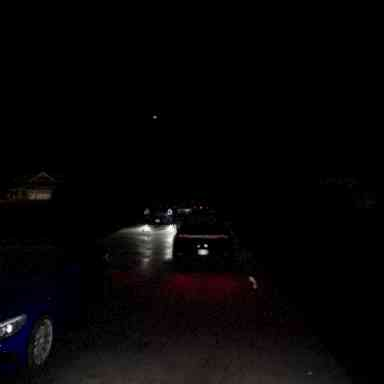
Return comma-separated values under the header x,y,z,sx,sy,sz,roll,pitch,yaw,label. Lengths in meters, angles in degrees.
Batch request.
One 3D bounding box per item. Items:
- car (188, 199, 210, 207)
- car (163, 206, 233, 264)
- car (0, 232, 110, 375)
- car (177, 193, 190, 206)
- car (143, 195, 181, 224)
x,y,z,sx,sy,sz,roll,pitch,yaw,label
0.980,1.612,35.505,2.033,1.411,5.357,1,0,2,car
0.384,1.500,11.902,2.128,1.511,4.902,1,0,1,car
-2.732,1.494,5.764,1.812,1.442,4.674,1,0,1,car
-1.435,1.123,50.061,2.150,2.045,5.566,1,0,2,car
-2.224,1.348,24.334,2.097,1.767,4.553,1,0,2,car
